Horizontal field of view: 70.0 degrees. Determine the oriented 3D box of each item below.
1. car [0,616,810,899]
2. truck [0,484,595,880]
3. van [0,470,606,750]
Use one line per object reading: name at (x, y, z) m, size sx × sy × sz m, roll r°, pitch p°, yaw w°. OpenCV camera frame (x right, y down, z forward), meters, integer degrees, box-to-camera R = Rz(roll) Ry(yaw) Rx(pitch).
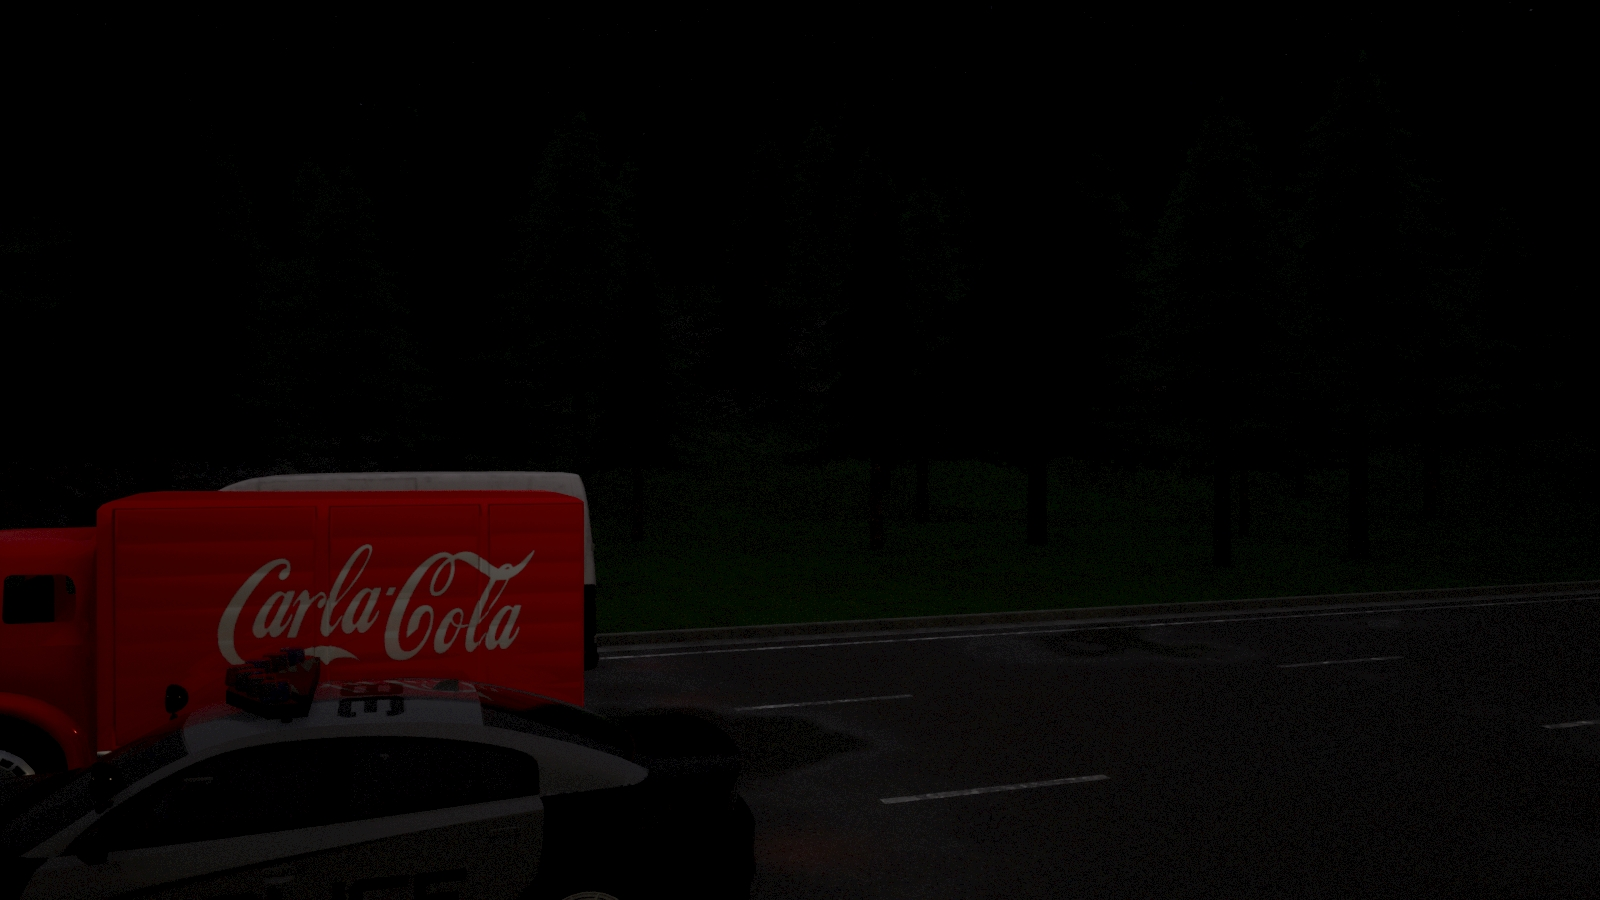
car at (-2.766, 1.982, 6.136) m, size 5.238 × 1.638 × 2.097 m, roll 0°, pitch 0°, yaw -20°
truck at (-4.476, 1.568, 9.126) m, size 5.204 × 2.467 × 2.627 m, roll 0°, pitch 0°, yaw -21°
van at (-5.250, 1.534, 12.548) m, size 5.915 × 2.561 × 1.988 m, roll 0°, pitch 0°, yaw -19°
